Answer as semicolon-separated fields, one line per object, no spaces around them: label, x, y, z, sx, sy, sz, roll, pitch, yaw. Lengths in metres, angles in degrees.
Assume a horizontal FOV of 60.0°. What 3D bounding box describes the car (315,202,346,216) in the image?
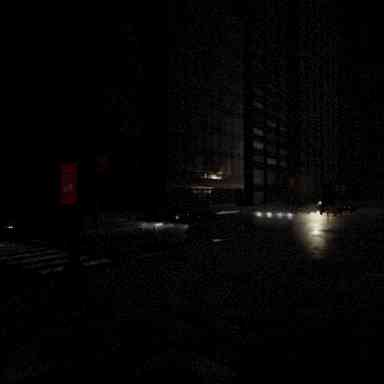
car;17.230;2.104;41.205;1.837;1.490;4.892;0;-1;36

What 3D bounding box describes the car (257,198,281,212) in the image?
car;11.934;1.933;50.606;2.150;2.045;5.566;0;-1;36

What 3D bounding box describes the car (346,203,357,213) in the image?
car;23.273;2.286;49.617;2.033;1.411;5.357;0;-1;36

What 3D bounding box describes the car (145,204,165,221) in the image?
car;-2.259;1.862;31.187;1.882;1.535;5.008;0;-1;36

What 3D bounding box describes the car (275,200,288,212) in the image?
car;14.167;2.283;48.160;1.895;1.301;4.718;0;-1;36

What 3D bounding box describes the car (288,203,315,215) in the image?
car;14.823;2.167;43.423;2.033;1.411;5.357;0;-1;36

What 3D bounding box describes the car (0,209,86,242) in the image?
car;-7.928;1.666;17.589;2.128;1.511;4.902;0;-1;33

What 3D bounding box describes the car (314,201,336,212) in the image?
car;20.641;2.246;51.526;2.128;1.511;4.902;0;-1;36

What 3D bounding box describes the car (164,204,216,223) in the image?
car;0.218;1.856;29.069;2.128;1.511;4.902;0;-1;36
